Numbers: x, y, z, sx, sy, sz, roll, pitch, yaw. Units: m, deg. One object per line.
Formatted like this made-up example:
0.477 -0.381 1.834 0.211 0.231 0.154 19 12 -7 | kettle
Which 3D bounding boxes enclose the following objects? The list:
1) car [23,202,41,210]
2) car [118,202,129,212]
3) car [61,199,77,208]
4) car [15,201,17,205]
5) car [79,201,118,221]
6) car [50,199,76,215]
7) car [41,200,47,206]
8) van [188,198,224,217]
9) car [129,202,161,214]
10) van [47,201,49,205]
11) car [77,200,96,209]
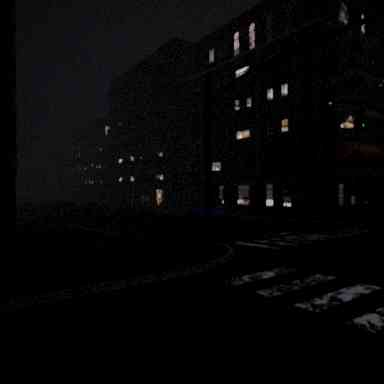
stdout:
-28.593 2.406 58.587 1.752 1.417 4.829 -2 0 -36 | car
-8.769 1.998 45.254 1.947 1.339 4.313 -2 0 -36 | car
-25.239 2.339 68.160 1.967 1.590 4.097 -2 0 -36 | car
-41.872 2.574 77.050 2.192 1.841 5.009 -2 0 -36 | car
-8.936 1.763 31.238 1.967 1.590 4.097 -2 0 -36 | car
-15.523 1.949 40.400 1.967 1.590 4.097 -2 0 -36 | car
-38.408 2.842 86.484 1.947 1.339 4.313 -2 0 -36 | car
1.242 1.493 31.610 1.690 1.788 3.998 -2 0 -36 | van
-5.576 1.867 40.812 1.752 1.417 4.829 -2 0 -36 | car
-31.829 2.428 77.323 1.690 1.788 3.998 -2 0 -36 | van
-18.749 2.240 59.136 1.752 1.417 4.829 -2 0 -36 | car
